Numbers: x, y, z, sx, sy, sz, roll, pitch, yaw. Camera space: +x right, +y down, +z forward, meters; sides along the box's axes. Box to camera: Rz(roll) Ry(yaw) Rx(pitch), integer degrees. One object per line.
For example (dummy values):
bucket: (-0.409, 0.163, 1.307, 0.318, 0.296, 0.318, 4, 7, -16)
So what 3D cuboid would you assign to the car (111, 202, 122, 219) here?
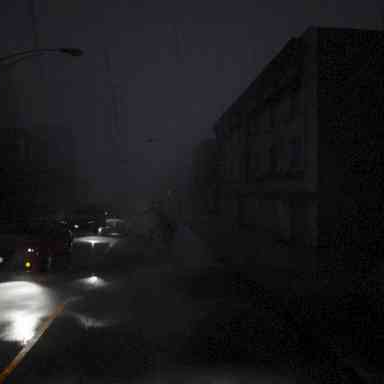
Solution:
car: (-7.250, 1.563, 29.189, 1.994, 1.385, 4.181, 0, 0, -6)

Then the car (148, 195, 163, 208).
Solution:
car: (-5.287, 1.350, 49.147, 2.097, 1.767, 4.553, 0, 0, -5)

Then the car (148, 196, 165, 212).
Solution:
car: (-4.189, 1.562, 39.310, 1.994, 1.385, 4.181, 0, 0, -6)

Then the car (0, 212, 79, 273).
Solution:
car: (-5.165, 1.564, 10.503, 1.994, 1.385, 4.181, 0, 0, -6)

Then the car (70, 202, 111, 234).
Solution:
car: (-6.161, 1.504, 19.348, 1.837, 1.490, 4.892, 0, 0, -6)

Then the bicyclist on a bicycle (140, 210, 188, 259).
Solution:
bicyclist on a bicycle: (-0.960, 1.439, 11.247, 1.656, 1.620, 0.582, -2, 0, -6)
